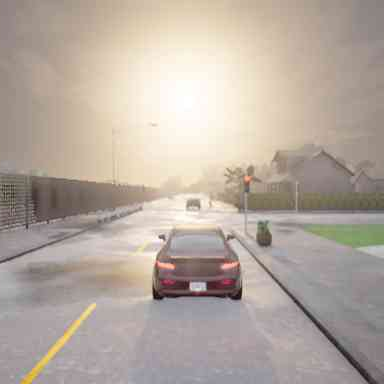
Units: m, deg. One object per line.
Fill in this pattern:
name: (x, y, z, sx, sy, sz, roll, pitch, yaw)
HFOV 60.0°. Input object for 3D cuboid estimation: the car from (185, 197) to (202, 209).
car: (0.192, 1.444, 43.934, 1.837, 1.490, 4.892, 0, -1, 0)

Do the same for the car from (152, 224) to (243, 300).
car: (0.110, 1.515, 8.216, 1.812, 1.442, 4.674, 0, 0, 0)
